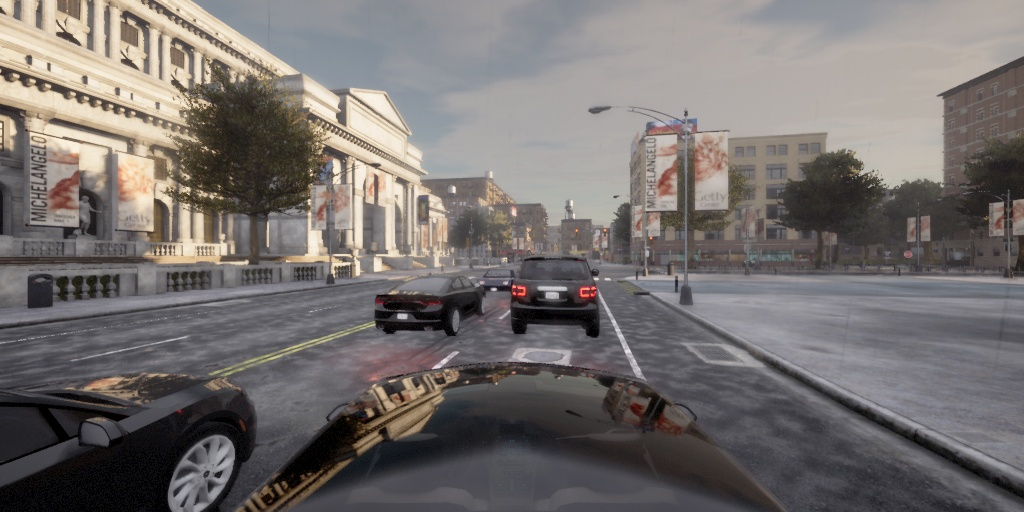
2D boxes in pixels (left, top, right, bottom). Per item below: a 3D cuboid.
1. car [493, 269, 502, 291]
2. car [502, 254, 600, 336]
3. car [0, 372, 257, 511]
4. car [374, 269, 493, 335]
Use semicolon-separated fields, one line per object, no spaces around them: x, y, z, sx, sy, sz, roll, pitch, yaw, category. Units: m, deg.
-0.458;1.351;19.751;1.895;1.301;4.718;0;0;11;car
1.374;0.971;10.617;2.150;2.045;5.566;0;0;10;car
-3.204;1.255;1.235;1.837;1.490;4.892;0;0;0;car
-2.114;1.228;10.629;1.882;1.535;5.008;0;0;9;car
